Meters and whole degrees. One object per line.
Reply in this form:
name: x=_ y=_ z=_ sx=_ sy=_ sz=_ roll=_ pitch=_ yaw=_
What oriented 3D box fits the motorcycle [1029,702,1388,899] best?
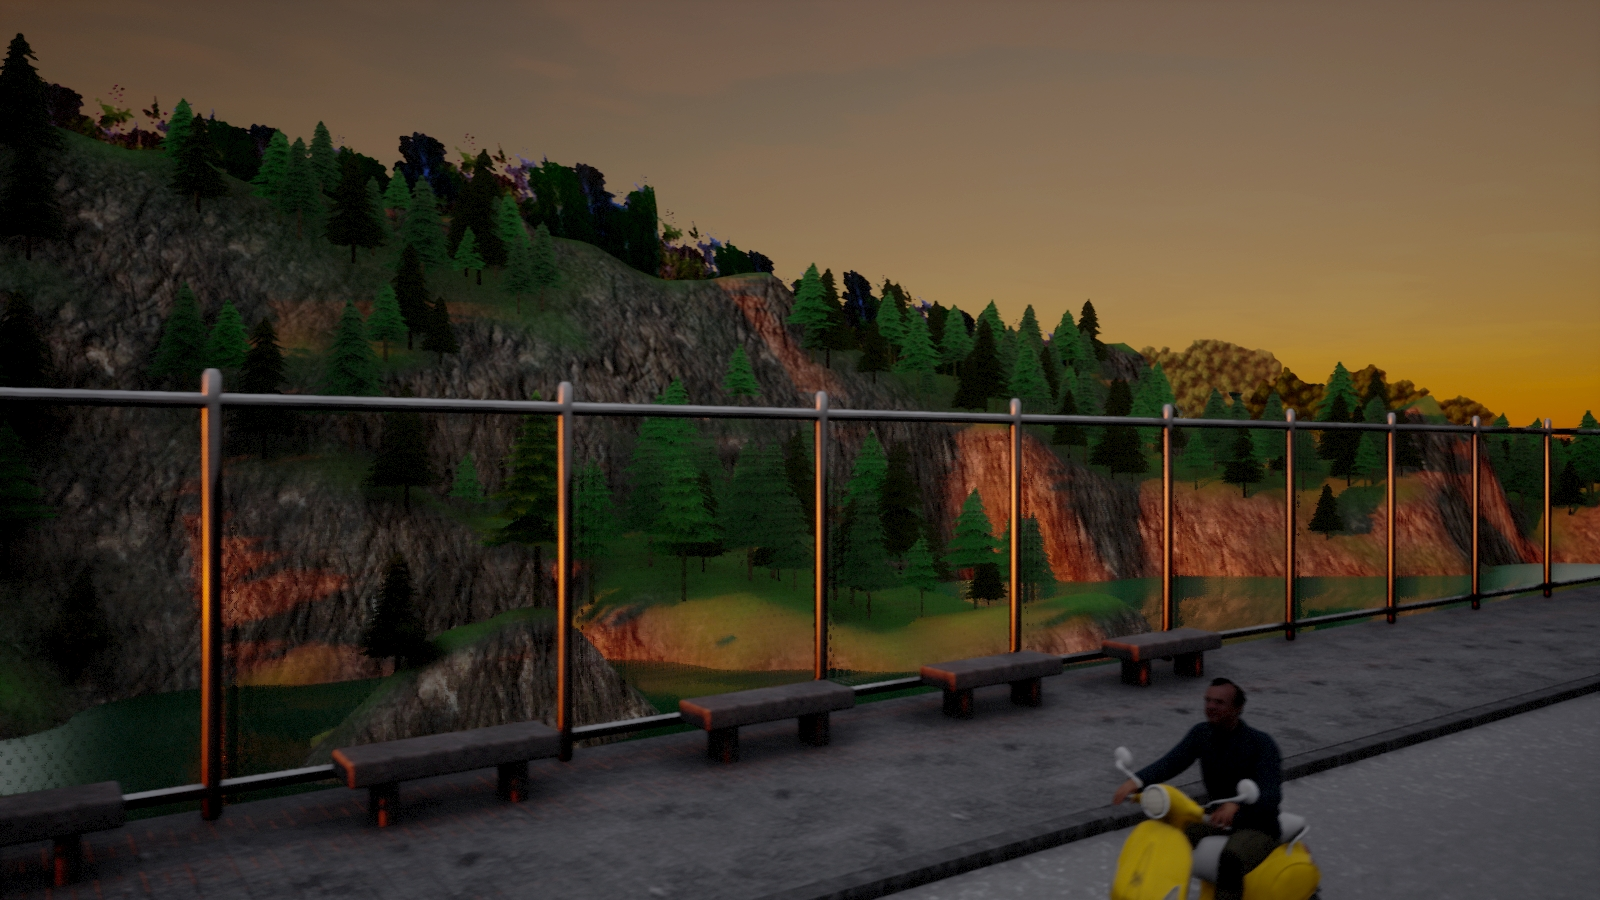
motorcycle: x=2.135 y=2.146 z=5.895 sx=1.805 sy=1.316 sz=0.856 roll=0 pitch=0 yaw=-35
